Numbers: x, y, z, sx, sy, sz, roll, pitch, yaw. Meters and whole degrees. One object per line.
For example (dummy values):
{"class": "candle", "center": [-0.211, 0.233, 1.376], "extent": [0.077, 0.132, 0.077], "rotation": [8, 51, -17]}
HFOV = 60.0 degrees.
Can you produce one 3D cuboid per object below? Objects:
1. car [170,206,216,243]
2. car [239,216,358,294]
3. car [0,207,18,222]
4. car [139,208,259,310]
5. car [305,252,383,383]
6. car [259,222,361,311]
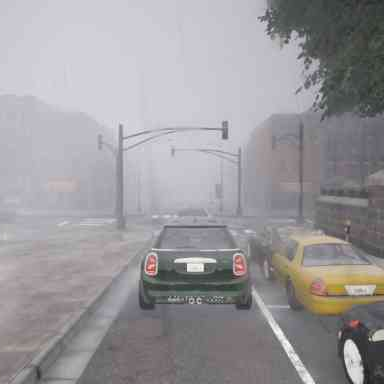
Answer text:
{"class": "car", "center": [0.036, 1.556, 17.421], "extent": [2.033, 1.411, 5.357], "rotation": [0, 0, 0]}
{"class": "car", "center": [2.665, 1.549, 9.579], "extent": [2.008, 1.369, 4.403], "rotation": [-1, 0, 0]}
{"class": "car", "center": [-14.725, 1.427, 23.081], "extent": [4.892, 1.490, 1.837], "rotation": [1, 1, 0]}
{"class": "car", "center": [0.077, 1.350, 7.986], "extent": [2.097, 1.767, 4.553], "rotation": [0, 0, 0]}
{"class": "car", "center": [2.625, 1.550, 2.443], "extent": [2.008, 1.369, 4.403], "rotation": [-1, 0, 0]}
{"class": "car", "center": [2.685, 1.524, 7.605], "extent": [1.752, 1.417, 4.829], "rotation": [-1, 0, 0]}
